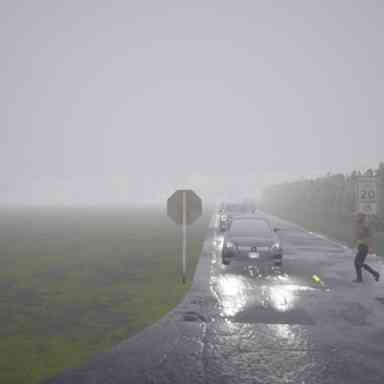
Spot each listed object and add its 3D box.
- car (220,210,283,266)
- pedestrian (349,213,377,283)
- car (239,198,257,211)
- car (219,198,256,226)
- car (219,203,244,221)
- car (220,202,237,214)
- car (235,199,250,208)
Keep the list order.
[{"bbox_3d":[2.037,1.598,11.969,1.812,1.442,4.674,0,0,6],"label":"car"},{"bbox_3d":[4.287,1.345,8.352,0.375,1.860,0.375,1,-1,5],"label":"pedestrian"},{"bbox_3d":[7.769,1.687,46.849,2.097,1.767,4.553,0,0,4],"label":"car"},{"bbox_3d":[2.765,1.487,20.774,2.097,1.767,4.553,0,0,4],"label":"car"},{"bbox_3d":[3.522,1.753,30.328,2.033,1.411,5.357,0,0,5],"label":"car"},{"bbox_3d":[4.347,1.882,40.453,1.895,1.301,4.718,0,0,5],"label":"car"},{"bbox_3d":[8.545,1.902,56.743,2.128,1.511,4.902,0,0,5],"label":"car"}]
